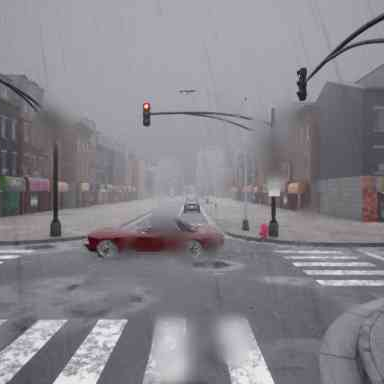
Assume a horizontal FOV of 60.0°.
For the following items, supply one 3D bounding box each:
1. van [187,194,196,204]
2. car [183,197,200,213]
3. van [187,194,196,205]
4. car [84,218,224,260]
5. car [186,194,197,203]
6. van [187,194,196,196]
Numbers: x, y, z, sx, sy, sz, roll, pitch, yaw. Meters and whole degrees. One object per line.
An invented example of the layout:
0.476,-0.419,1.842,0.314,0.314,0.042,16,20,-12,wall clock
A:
-0.112,1.348,64.740,1.690,1.788,3.998,0,0,0,van
-0.012,1.563,36.712,1.947,1.339,4.313,0,0,0,car
-0.093,1.344,59.135,1.690,1.788,3.998,0,0,0,van
-1.306,1.595,11.884,4.718,1.301,1.895,0,0,0,car
-0.132,1.326,70.345,2.192,1.841,5.009,0,0,0,car
-0.073,1.341,53.529,1.690,1.788,3.998,0,0,0,van
